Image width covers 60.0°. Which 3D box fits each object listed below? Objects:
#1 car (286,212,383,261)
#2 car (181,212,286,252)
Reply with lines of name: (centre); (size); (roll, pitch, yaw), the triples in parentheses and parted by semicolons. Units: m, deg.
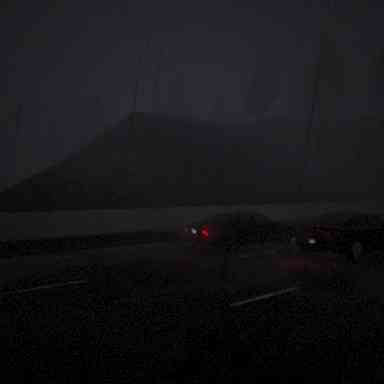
car: (5.962, 1.466, 12.347); (5.008, 1.535, 1.882); (0, 0, -35)
car: (2.148, 1.538, 13.948); (5.357, 1.411, 2.033); (0, 0, -35)
